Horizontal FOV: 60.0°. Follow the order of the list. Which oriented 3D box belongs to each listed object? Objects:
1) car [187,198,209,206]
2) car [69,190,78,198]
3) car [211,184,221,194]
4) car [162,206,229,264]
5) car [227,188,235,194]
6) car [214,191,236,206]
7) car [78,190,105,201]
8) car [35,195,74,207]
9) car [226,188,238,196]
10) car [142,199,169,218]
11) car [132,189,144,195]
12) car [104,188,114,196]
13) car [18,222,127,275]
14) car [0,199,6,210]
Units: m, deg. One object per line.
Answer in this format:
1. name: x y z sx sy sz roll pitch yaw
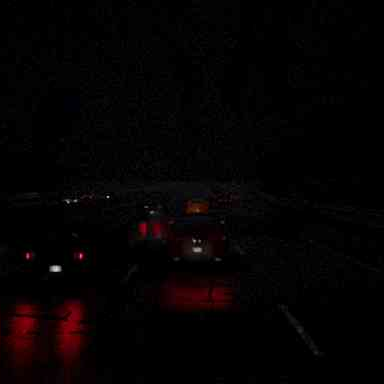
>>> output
1. car: 0.520 1.299 30.096 1.882 1.535 5.008 0 1 1
2. car: -22.122 0.306 64.055 1.882 1.535 5.008 0 2 0
3. car: 6.252 -0.336 83.034 2.097 1.767 4.553 0 2 3
4. car: 0.180 1.474 11.834 1.882 1.535 5.008 0 0 1
5. car: 9.820 -0.297 84.281 1.837 1.490 4.892 0 2 3
6. car: 4.388 1.037 44.916 2.033 1.411 5.357 0 1 2
7. car: -16.279 0.757 54.121 1.882 1.535 5.008 0 2 3
8. car: -13.612 1.349 32.460 1.994 1.385 4.181 0 1 2
9. car: 9.180 0.099 74.281 2.128 1.511 4.902 0 2 5
10. car: -3.030 1.345 28.115 2.128 1.511 4.902 0 1 1
11. car: -11.767 0.142 73.284 1.882 1.535 5.008 0 2 3
12. car: -18.757 0.020 73.666 2.097 1.767 4.553 0 2 3
13. car: -3.338 1.600 10.415 1.895 1.301 4.718 0 0 1
14. car: -20.593 1.268 33.167 2.128 1.511 4.902 0 1 2
